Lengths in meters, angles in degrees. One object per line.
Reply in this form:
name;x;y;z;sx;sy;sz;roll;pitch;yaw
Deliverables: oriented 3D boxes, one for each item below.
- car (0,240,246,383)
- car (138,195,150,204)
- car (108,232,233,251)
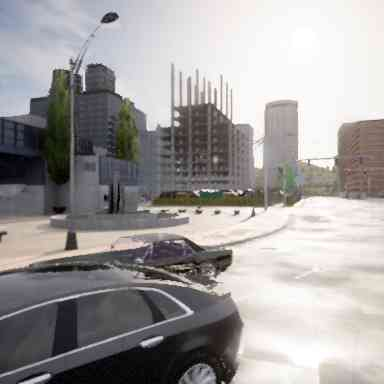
car;-1.610;1.540;3.044;4.892;1.490;1.837;0;0;-38
car;-12.602;2.138;81.645;1.970;1.475;3.806;0;-1;20
car;-1.215;1.674;7.747;4.718;1.301;1.895;0;-1;-42
